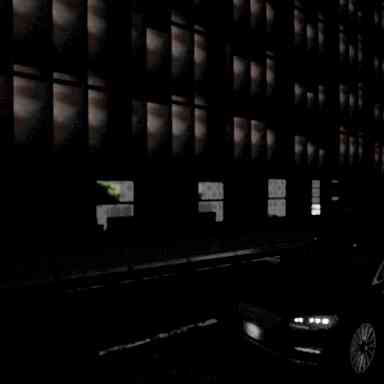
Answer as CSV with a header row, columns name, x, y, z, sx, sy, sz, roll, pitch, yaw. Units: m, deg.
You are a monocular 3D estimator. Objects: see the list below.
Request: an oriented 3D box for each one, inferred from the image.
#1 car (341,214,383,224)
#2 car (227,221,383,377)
name,x,y,z,sx,sy,sz,roll,pitch,yaw
car,6.754,1.564,12.403,5.357,1.411,2.033,0,0,-35
car,2.780,1.499,5.632,4.902,1.511,2.128,0,0,-35
